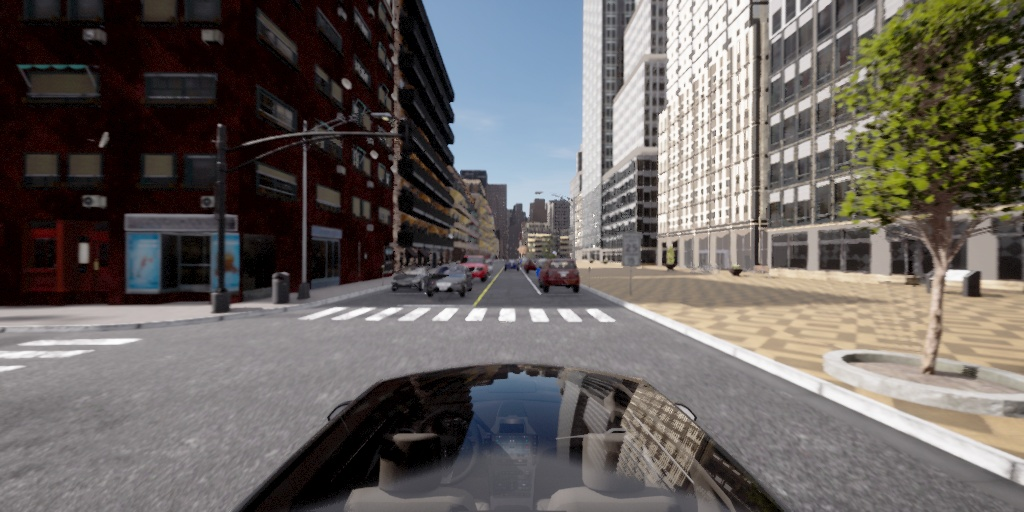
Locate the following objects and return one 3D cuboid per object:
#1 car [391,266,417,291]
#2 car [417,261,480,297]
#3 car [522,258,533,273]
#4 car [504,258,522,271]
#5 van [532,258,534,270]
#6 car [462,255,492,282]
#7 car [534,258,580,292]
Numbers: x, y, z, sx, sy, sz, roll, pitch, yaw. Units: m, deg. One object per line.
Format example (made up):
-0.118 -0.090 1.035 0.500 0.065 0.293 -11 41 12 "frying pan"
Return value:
-5.702 1.258 21.062 2.007 1.370 4.403 0 0 0 "car"
-3.100 1.213 18.665 2.128 1.511 4.902 0 0 0 "car"
2.661 1.117 43.173 2.192 1.841 5.009 0 0 0 "car"
-0.029 1.152 50.230 2.097 1.767 4.553 0 0 0 "car"
2.673 1.111 26.594 1.690 1.789 3.998 0 0 0 "van"
-3.094 0.960 29.001 2.150 2.045 5.566 0 0 0 "car"
2.677 1.077 21.068 2.192 1.841 5.009 0 0 0 "car"
